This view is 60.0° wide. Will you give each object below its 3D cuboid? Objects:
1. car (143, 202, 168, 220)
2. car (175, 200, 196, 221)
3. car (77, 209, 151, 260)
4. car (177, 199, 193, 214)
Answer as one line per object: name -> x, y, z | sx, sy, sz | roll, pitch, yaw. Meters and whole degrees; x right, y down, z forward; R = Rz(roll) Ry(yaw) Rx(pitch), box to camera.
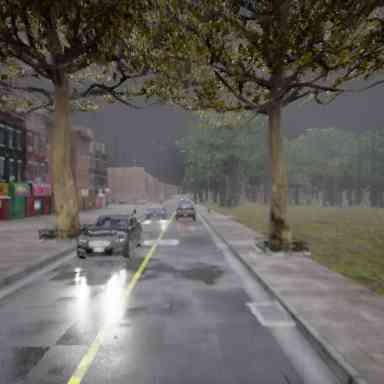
car -> -3.468, 1.934, 33.203 | 1.812, 1.442, 4.674 | 0, -1, -1
car -> -0.602, 1.852, 31.294 | 2.128, 1.511, 4.902 | 0, -1, -1
car -> -3.109, 1.657, 13.376 | 2.128, 1.511, 4.902 | 0, -1, -1
car -> -0.912, 1.886, 43.858 | 2.097, 1.767, 4.553 | 0, -1, -1
